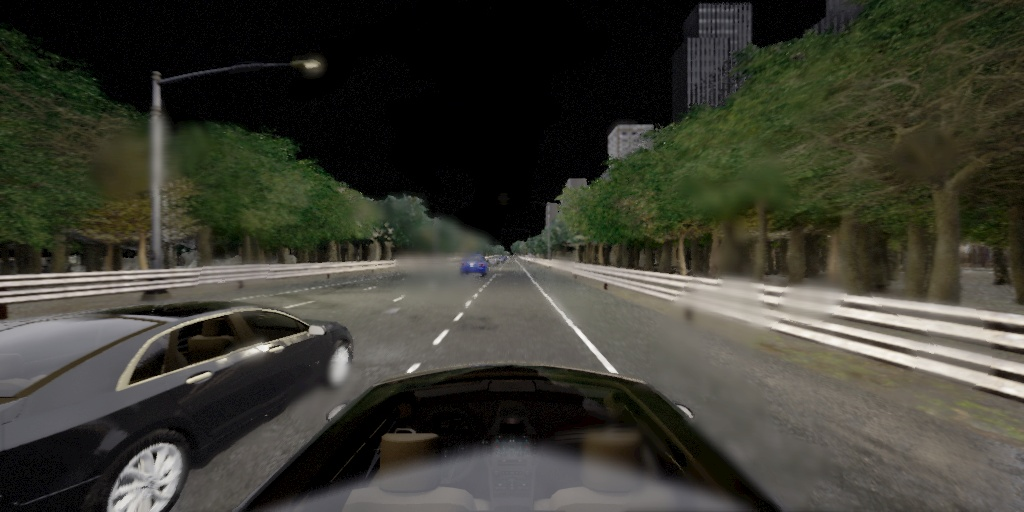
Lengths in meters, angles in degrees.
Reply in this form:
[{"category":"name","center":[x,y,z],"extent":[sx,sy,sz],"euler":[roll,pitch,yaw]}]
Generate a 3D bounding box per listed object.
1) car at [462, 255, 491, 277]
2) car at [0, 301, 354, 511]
[{"category":"car","center":[-3.500,0.954,34.785],"extent":[2.150,2.045,5.566],"euler":[0,0,0]},{"category":"car","center":[-3.501,1.258,3.957],"extent":[1.837,1.490,4.892],"euler":[0,0,0]}]
